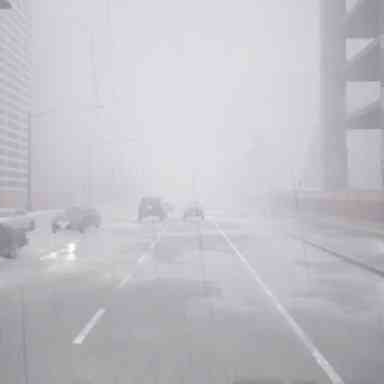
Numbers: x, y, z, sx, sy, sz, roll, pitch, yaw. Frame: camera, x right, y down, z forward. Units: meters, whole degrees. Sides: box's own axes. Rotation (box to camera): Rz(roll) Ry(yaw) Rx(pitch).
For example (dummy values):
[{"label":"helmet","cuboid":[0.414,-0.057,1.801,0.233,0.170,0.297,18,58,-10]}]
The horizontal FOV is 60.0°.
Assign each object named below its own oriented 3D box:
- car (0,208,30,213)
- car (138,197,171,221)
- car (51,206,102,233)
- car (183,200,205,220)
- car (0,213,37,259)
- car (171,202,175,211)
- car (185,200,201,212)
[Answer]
[{"label":"car","cuboid":[-10.556,1.655,18.927,1.812,1.442,4.674,0,0,0]},{"label":"car","cuboid":[-3.439,1.433,29.845,2.150,2.045,5.566,0,-1,1]},{"label":"car","cuboid":[-7.040,1.636,20.655,2.128,1.511,4.902,0,0,0]},{"label":"car","cuboid":[0.148,1.748,30.779,1.812,1.442,4.674,0,0,0]},{"label":"car","cuboid":[-7.067,1.617,10.245,2.033,1.411,5.357,0,0,1]},{"label":"car","cuboid":[-3.367,1.922,44.816,1.895,1.301,4.718,0,0,1]},{"label":"car","cuboid":[0.137,1.818,45.084,2.128,1.511,4.902,0,0,1]}]
